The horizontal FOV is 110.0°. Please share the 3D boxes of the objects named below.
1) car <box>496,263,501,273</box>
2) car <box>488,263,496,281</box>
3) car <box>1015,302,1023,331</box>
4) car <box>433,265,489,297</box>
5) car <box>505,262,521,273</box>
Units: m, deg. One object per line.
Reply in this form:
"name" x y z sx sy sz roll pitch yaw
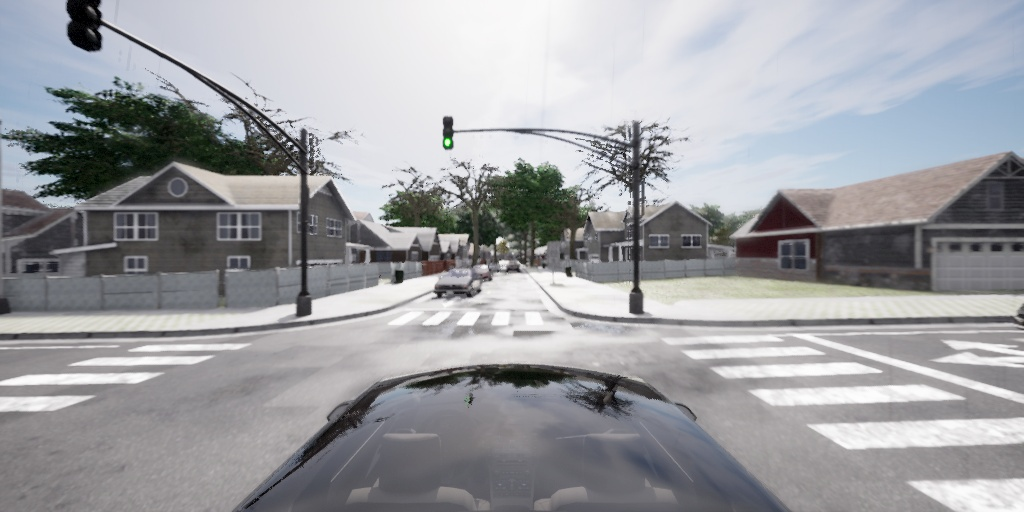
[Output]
"car" -2.627 1.632 50.515 1.895 1.301 4.718 0 0 1
"car" -2.752 1.485 32.110 1.994 1.385 4.181 0 0 1
"car" 12.672 0.961 6.692 4.892 1.490 1.837 -1 0 1
"car" -2.790 1.399 19.880 2.033 1.411 5.357 0 0 4
"car" 0.150 1.524 49.182 1.837 1.490 4.892 0 0 0
